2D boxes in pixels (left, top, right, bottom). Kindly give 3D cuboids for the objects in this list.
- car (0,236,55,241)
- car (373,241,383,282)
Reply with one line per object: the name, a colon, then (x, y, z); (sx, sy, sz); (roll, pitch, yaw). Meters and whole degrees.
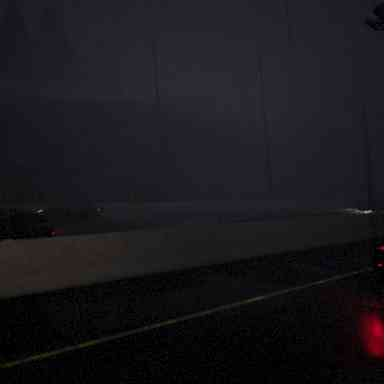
car: (-7.544, 1.546, 11.508); (5.357, 1.411, 2.033); (0, 0, -35)
car: (6.434, 1.491, 8.333); (4.902, 1.511, 2.128); (0, 0, -35)
